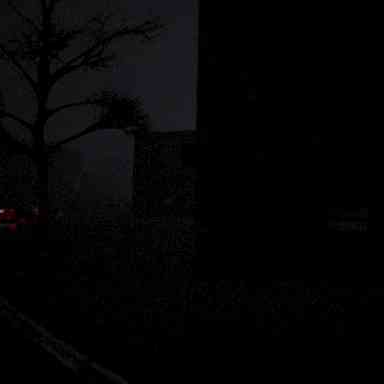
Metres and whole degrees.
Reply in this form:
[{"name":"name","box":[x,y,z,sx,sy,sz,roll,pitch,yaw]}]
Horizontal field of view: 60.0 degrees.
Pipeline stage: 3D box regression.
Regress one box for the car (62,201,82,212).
[{"name":"car","box":[-17.663,1.984,47.256,2.128,1.511,4.902,1,-1,18]}]

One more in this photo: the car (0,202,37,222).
[{"name":"car","box":[-15.452,1.611,28.773,2.097,1.767,4.553,1,-1,-5]}]

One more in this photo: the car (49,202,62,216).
[{"name":"car","box":[-15.603,1.876,34.403,1.812,1.442,4.674,1,-1,3]}]

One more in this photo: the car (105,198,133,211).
[{"name":"car","box":[-11.625,1.965,53.634,2.150,2.045,5.566,1,-1,23]}]
